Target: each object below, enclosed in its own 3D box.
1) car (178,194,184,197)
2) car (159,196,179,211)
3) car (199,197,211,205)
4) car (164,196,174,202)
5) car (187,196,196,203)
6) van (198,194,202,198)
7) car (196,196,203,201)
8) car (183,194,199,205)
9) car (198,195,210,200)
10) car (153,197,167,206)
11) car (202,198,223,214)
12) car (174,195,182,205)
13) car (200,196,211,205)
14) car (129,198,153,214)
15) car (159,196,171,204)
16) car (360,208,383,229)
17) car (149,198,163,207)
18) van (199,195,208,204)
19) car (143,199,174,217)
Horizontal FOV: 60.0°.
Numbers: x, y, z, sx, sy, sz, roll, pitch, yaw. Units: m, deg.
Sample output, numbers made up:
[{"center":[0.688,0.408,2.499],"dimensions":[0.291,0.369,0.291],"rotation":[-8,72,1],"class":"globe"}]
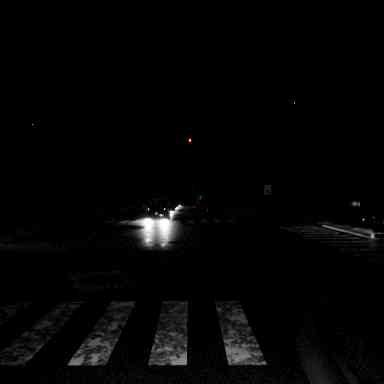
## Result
[{"center":[-3.009,1.583,62.043],"dimensions":[2.128,1.511,4.902],"rotation":[0,0,1],"class":"car"},{"center":[-3.097,1.613,41.978],"dimensions":[1.994,1.385,4.181],"rotation":[0,0,1],"class":"car"},{"center":[2.435,1.646,63.678],"dimensions":[2.008,1.369,4.403],"rotation":[0,0,0],"class":"car"},{"center":[-5.553,1.693,80.228],"dimensions":[2.008,1.369,4.403],"rotation":[0,0,0],"class":"car"},{"center":[-0.171,1.678,74.051],"dimensions":[1.994,1.385,4.181],"rotation":[0,0,0],"class":"car"},{"center":[2.422,1.423,58.168],"dimensions":[1.690,1.788,3.998],"rotation":[0,0,0],"class":"van"},{"center":[2.084,1.696,90.093],"dimensions":[1.812,1.442,4.674],"rotation":[0,0,0],"class":"car"},{"center":[-0.111,1.577,60.172],"dimensions":[2.128,1.511,4.902],"rotation":[0,0,0],"class":"car"},{"center":[2.410,1.636,52.657],"dimensions":[1.947,1.339,4.313],"rotation":[0,0,0],"class":"car"},{"center":[-5.603,1.633,58.186],"dimensions":[2.008,1.369,4.403],"rotation":[0,0,0],"class":"car"},{"center":[2.373,1.605,36.124],"dimensions":[1.947,1.339,4.313],"rotation":[0,0,0],"class":"car"},{"center":[-3.075,1.632,51.962],"dimensions":[1.994,1.385,4.181],"rotation":[0,0,0],"class":"car"},{"center":[2.397,1.640,47.147],"dimensions":[1.802,1.307,4.206],"rotation":[0,0,0],"class":"car"},{"center":[-5.652,1.480,36.143],"dimensions":[1.967,1.590,4.097],"rotation":[0,0,0],"class":"car"},{"center":[-5.578,1.551,69.207],"dimensions":[1.967,1.590,4.097],"rotation":[0,0,0],"class":"car"},{"center":[13.042,1.457,20.633],"dimensions":[4.892,1.490,1.837],"rotation":[0,0,0],"class":"car"},{"center":[-5.615,1.652,52.675],"dimensions":[1.802,1.307,4.206],"rotation":[0,0,0],"class":"car"},{"center":[2.447,1.452,69.189],"dimensions":[1.690,1.788,3.998],"rotation":[0,0,0],"class":"van"},{"center":[-3.143,1.634,32.022],"dimensions":[1.895,1.301,4.718],"rotation":[0,0,1],"class":"car"}]
